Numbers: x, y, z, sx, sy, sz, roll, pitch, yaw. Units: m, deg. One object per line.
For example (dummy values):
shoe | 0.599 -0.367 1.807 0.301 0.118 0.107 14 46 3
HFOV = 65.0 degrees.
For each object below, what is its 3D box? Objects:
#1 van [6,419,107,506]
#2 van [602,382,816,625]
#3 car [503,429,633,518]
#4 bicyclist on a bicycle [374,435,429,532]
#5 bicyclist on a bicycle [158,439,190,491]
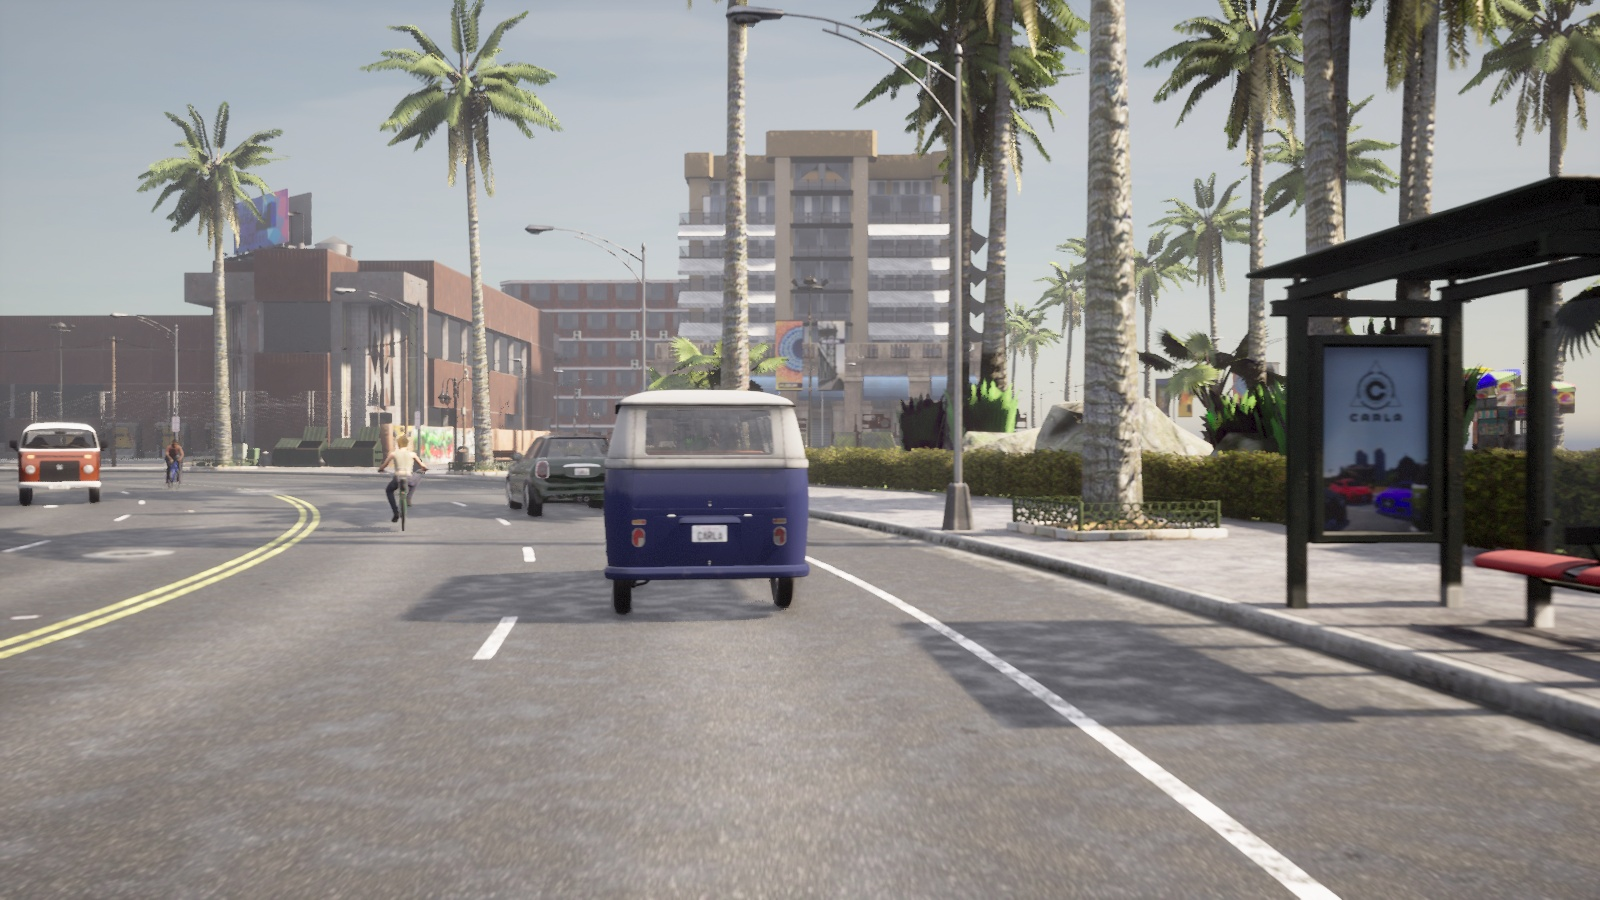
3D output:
van | -18.807 0.276 31.868 2.069 2.038 4.480 0 0 -30
van | -1.082 0.427 12.611 1.775 1.987 4.442 0 0 -9
car | -5.163 0.446 27.443 2.097 1.767 4.553 0 0 -20
bicyclist on a bicycle | -6.898 0.555 21.784 0.866 1.612 1.509 -1 0 -17
bicyclist on a bicycle | -20.085 0.457 40.263 0.582 1.620 1.656 -1 1 -38
